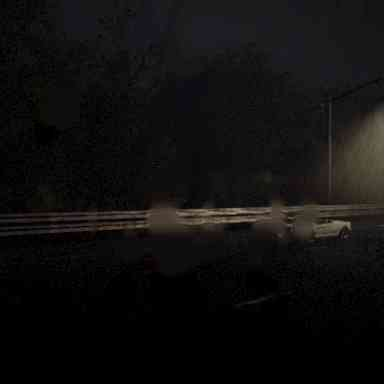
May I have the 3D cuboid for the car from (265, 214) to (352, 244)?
[{"bbox_3d":[5.919,1.729,16.542,4.718,1.301,1.895,1,0,-35],"label":"car"}]
